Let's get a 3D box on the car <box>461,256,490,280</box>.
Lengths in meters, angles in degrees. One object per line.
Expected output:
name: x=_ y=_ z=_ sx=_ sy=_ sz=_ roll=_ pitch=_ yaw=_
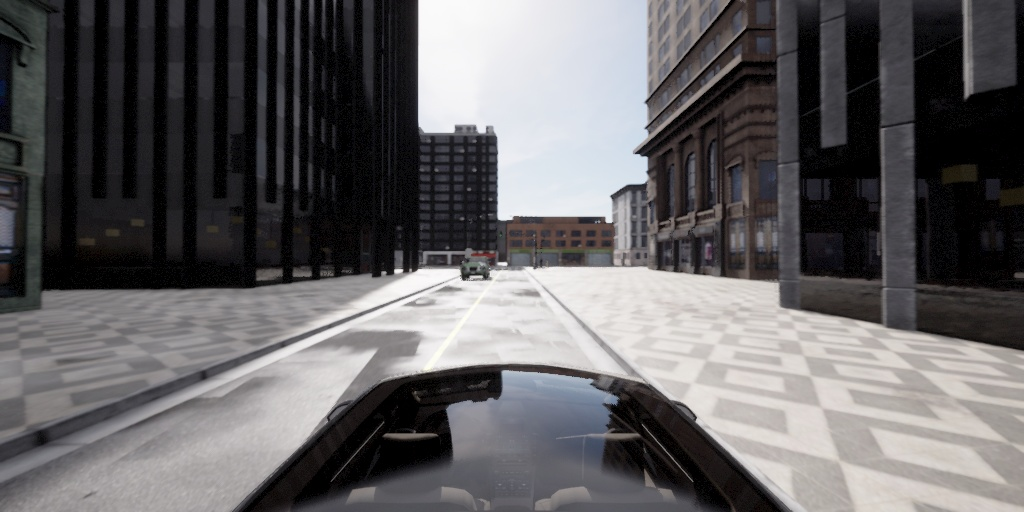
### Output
car: x=-3.109 y=1.008 z=31.483 sx=2.150 sy=2.045 sz=5.566 roll=0 pitch=0 yaw=0

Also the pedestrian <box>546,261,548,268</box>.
pedestrian: x=5.619 y=1.291 z=57.176 sx=0.375 sy=1.300 sz=0.375 roll=0 pitch=-1 yaw=0

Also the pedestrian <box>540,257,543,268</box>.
pedestrian: x=4.619 y=1.014 z=56.578 sx=0.375 sy=1.860 sz=0.375 roll=0 pitch=-1 yaw=0
